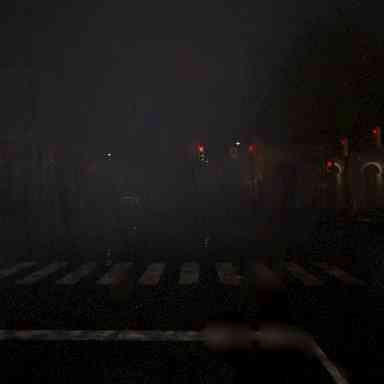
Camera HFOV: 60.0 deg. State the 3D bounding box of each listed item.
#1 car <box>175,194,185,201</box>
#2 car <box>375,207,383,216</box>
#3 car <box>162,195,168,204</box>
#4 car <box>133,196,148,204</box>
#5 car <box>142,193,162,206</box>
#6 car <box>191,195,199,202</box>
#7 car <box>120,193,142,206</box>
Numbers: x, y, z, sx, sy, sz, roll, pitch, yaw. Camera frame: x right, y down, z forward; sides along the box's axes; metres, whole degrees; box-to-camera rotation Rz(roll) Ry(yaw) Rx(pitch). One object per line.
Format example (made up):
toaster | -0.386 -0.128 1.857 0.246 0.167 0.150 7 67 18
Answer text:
car | -2.773 1.279 78.602 2.097 1.767 4.553 0 0 1
car | 18.598 1.526 29.145 4.674 1.442 1.812 0 0 1
car | -6.515 1.491 66.378 2.128 1.511 4.902 0 0 2
car | -10.047 1.547 65.072 2.033 1.411 5.357 0 0 2
car | -6.703 1.221 56.253 2.150 2.045 5.566 0 0 -1
car | 0.727 1.450 78.573 2.128 1.511 4.902 0 0 1
car | -10.210 1.222 54.839 2.150 2.045 5.566 0 0 0
